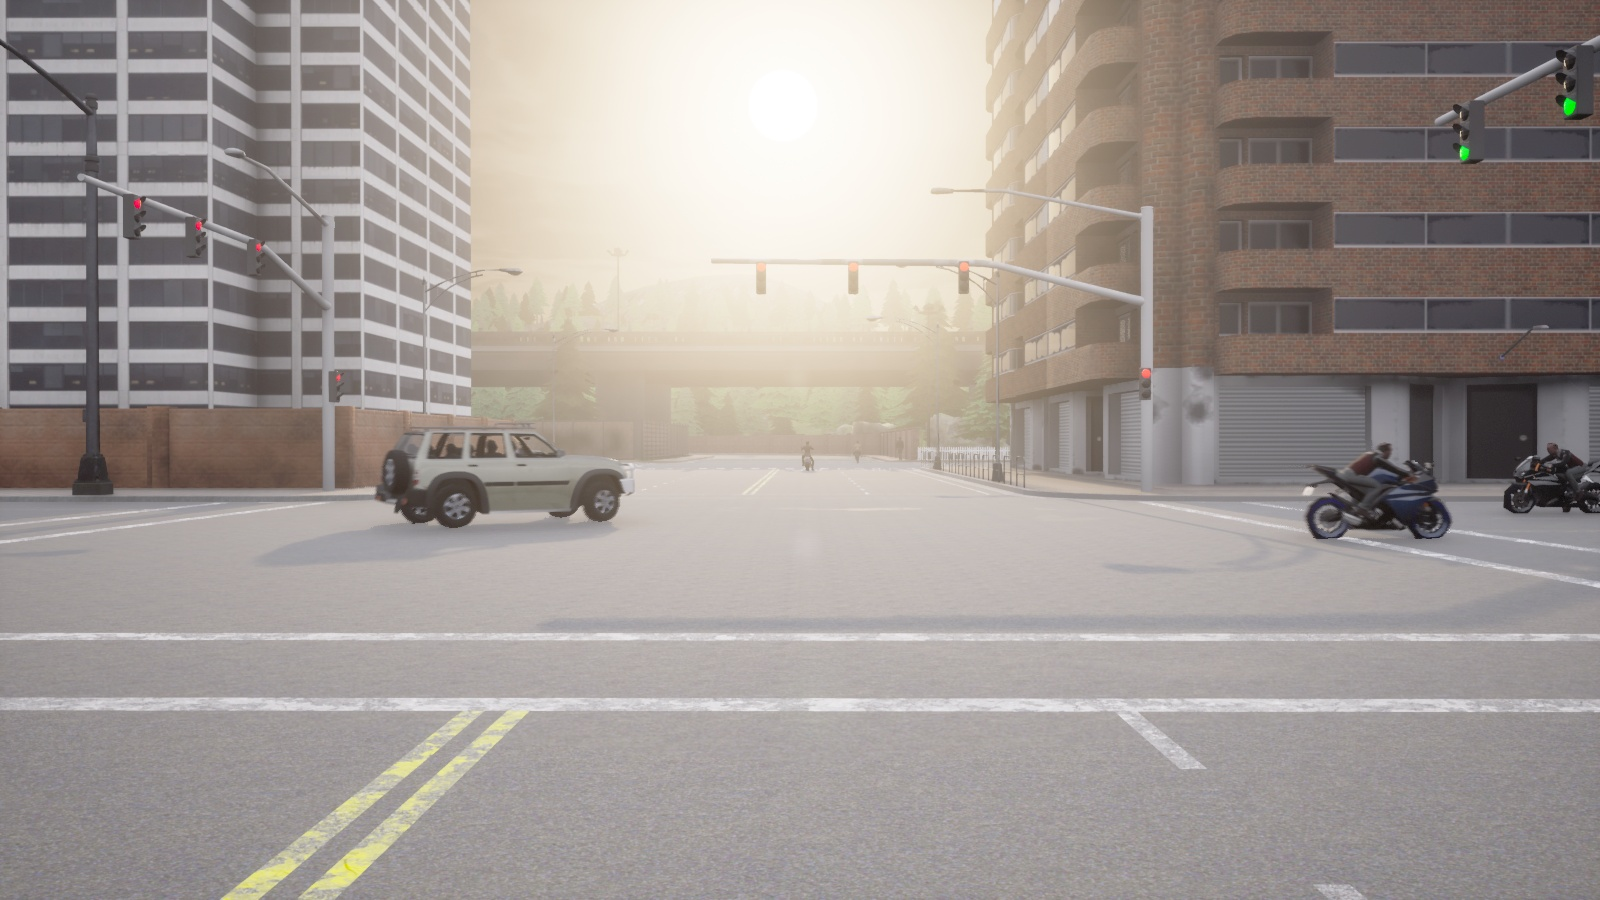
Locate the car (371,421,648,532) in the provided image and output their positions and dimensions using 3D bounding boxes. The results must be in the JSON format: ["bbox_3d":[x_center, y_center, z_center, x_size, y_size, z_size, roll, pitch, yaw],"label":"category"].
[{"bbox_3d":[-5.318,0.427,23.281,4.605,1.855,1.932,0,1,-37],"label":"car"}]

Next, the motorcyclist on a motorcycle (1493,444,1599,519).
[{"bbox_3d":[15.862,0.646,26.328,2.191,1.530,0.866,0,0,1],"label":"motorcyclist on a motorcycle"}]

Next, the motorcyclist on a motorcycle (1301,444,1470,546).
[{"bbox_3d":[9.019,0.679,19.403,2.191,1.530,0.866,0,0,1],"label":"motorcyclist on a motorcycle"}]
